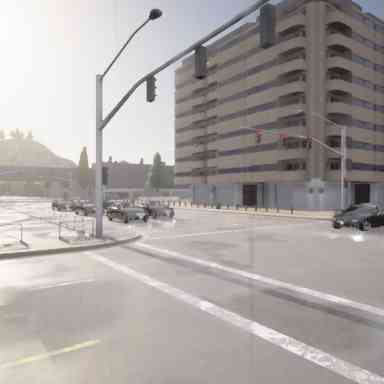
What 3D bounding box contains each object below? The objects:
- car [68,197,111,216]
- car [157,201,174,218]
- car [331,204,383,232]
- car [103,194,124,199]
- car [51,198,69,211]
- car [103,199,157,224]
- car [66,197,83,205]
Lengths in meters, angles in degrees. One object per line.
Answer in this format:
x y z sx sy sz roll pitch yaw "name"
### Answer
-10.309 1.545 33.209 2.128 1.511 4.902 0 0 -35 "car"
-3.395 1.545 29.499 2.128 1.511 4.902 0 0 -35 "car"
10.435 1.533 20.244 4.892 1.490 1.837 1 0 -36 "car"
-9.095 1.275 37.551 2.150 2.045 5.566 0 0 -35 "car"
-16.115 1.545 41.424 2.128 1.511 4.902 0 0 -35 "car"
-5.063 1.545 25.796 2.128 1.511 4.902 0 0 -35 "car"
-22.008 1.617 62.189 1.994 1.385 4.181 0 0 -35 "car"
